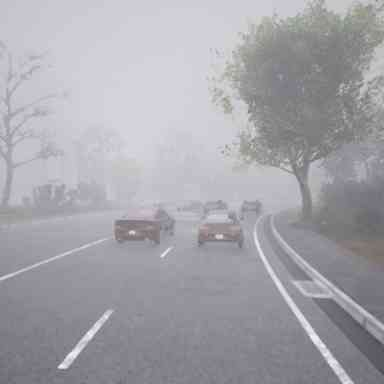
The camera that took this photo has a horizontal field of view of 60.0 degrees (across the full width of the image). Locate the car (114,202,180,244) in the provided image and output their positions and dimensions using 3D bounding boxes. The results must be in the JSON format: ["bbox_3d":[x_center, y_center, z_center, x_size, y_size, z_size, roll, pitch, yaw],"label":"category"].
[{"bbox_3d":[-2.055,1.466,15.766,1.882,1.535,5.008,0,0,8],"label":"car"}]

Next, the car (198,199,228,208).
[{"bbox_3d":[2.575,1.493,35.127,2.128,1.511,4.902,0,0,18],"label":"car"}]

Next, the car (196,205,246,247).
[{"bbox_3d":[1.364,1.529,14.940,1.812,1.442,4.674,0,0,8],"label":"car"}]

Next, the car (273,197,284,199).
[{"bbox_3d":[19.942,1.334,74.145,2.033,1.411,5.357,1,0,38],"label":"car"}]

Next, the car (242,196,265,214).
[{"bbox_3d":[6.530,1.515,35.882,2.128,1.511,4.902,0,0,19],"label":"car"}]

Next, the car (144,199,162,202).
[{"bbox_3d":[-4.477,1.487,36.701,1.812,1.442,4.674,0,0,18],"label":"car"}]

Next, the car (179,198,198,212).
[{"bbox_3d":[-0.326,1.489,38.022,1.837,1.490,4.892,0,0,19],"label":"car"}]
